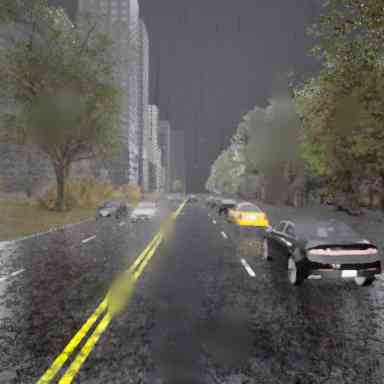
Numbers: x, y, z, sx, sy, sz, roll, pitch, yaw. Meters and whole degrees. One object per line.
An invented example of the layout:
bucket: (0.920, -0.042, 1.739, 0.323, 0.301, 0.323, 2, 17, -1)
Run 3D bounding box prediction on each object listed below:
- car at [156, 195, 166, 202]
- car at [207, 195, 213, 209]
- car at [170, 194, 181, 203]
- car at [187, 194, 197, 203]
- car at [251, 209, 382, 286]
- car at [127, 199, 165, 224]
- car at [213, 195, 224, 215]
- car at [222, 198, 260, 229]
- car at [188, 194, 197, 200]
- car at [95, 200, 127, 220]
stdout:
car: (-6.414, 1.335, 69.168, 1.837, 1.490, 4.892, 0, 0, 0)
car: (3.322, 1.343, 42.308, 1.837, 1.490, 4.892, 1, 0, 0)
car: (-3.179, 1.210, 65.605, 2.097, 1.767, 4.553, 0, 0, 0)
car: (0.049, 1.332, 63.031, 1.812, 1.442, 4.674, -3, -1, 0)
car: (3.248, 1.454, 9.286, 2.128, 1.511, 4.902, -1, 0, 0)
car: (-3.317, 1.479, 24.680, 1.812, 1.442, 4.674, 0, 0, 0)
car: (3.308, 1.345, 31.301, 1.882, 1.535, 5.008, 1, 0, 0)
car: (3.264, 1.349, 20.567, 1.801, 1.575, 5.366, 1, 0, -1)
car: (0.101, 1.295, 81.821, 2.033, 1.411, 5.357, 0, 0, 0)
car: (-6.544, 1.448, 27.402, 2.128, 1.511, 4.902, 0, 0, 0)
